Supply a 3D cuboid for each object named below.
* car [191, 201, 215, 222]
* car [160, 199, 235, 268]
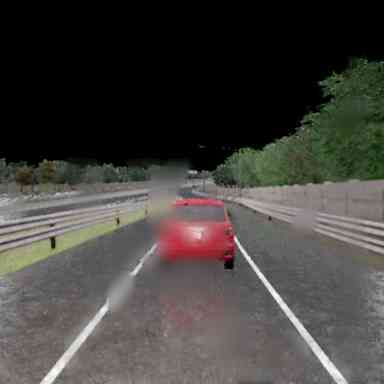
[{"bbox_3d":[1.010,1.599,28.282,1.812,1.442,4.674,0,0,4],"label":"car"},{"bbox_3d":[0.232,1.253,11.526,2.150,2.045,5.566,0,0,2],"label":"car"}]
